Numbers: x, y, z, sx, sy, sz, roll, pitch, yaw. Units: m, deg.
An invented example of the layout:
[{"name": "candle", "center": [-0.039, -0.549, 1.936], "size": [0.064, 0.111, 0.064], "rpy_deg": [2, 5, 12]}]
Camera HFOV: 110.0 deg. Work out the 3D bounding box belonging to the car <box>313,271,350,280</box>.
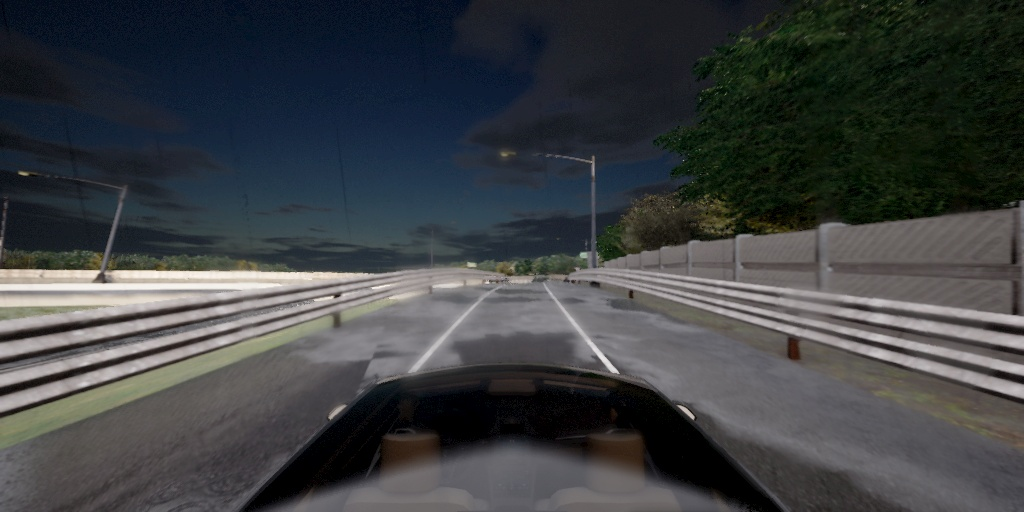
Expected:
[{"name": "car", "center": [-23.206, 2.787, 46.943], "size": [5.008, 1.535, 1.882], "rpy_deg": [3, -5, -34]}]
